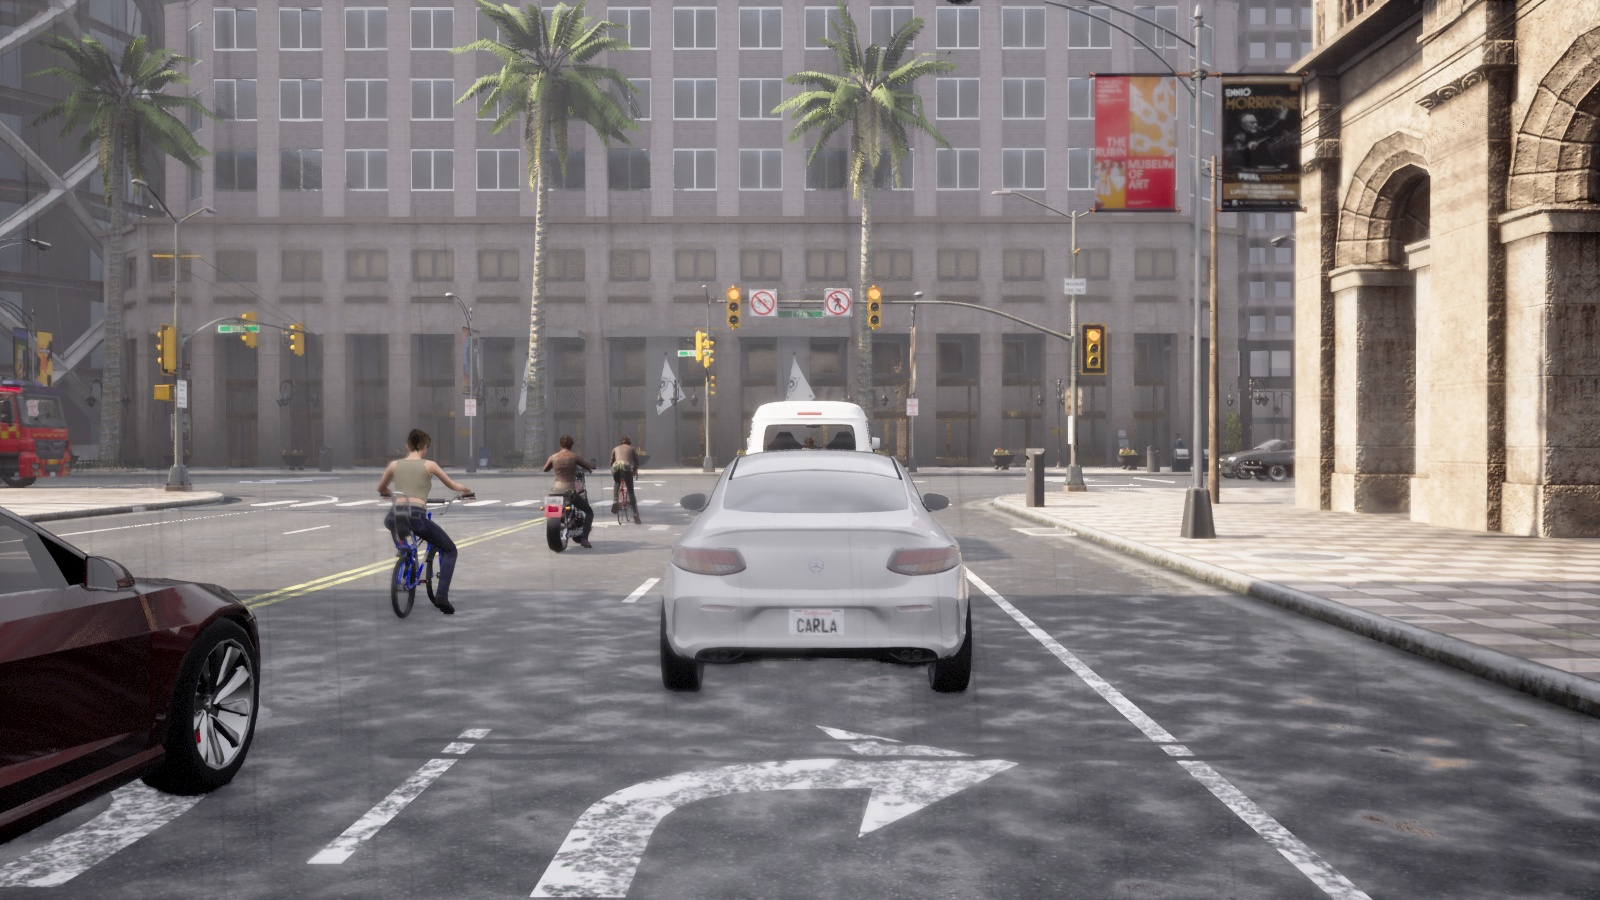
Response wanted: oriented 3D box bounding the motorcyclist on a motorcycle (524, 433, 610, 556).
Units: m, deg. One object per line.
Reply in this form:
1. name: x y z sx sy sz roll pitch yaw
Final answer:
1. motorcyclist on a motorcycle: -3.299 0.593 17.981 0.766 1.649 2.350 0 0 1

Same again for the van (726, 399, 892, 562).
1. van: 0.170 0.369 17.908 2.069 2.038 4.480 0 0 1

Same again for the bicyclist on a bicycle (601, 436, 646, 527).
1. bicyclist on a bicycle: -3.256 0.565 23.313 0.582 1.620 1.656 0 0 1

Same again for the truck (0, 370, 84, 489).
1. truck: -28.860 -0.676 41.651 8.468 3.827 2.891 0 0 -5

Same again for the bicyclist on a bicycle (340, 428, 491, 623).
1. bicyclist on a bicycle: -3.366 0.617 11.144 0.866 1.612 1.509 0 0 0

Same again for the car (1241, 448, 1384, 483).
1. car: 19.545 0.591 48.045 4.718 1.301 1.895 0 0 1

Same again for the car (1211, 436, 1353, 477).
1. car: 19.711 0.250 51.521 5.027 1.651 2.152 0 0 1

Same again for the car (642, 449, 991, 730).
1. car: 0.104 0.722 8.867 1.812 1.442 4.674 0 0 0

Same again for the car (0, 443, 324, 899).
1. car: -3.449 0.722 3.799 2.163 1.488 4.792 0 0 1
